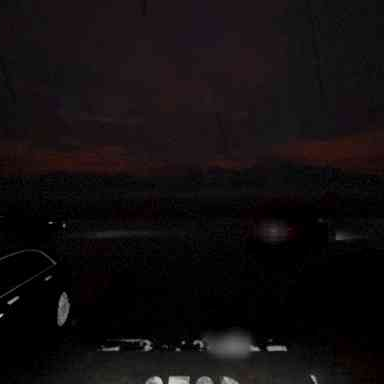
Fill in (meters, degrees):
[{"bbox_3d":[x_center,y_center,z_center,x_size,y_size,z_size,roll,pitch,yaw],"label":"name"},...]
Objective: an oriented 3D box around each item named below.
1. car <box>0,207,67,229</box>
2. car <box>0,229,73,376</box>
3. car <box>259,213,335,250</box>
[{"bbox_3d":[-9.480,1.601,18.352,4.902,1.511,2.128,0,2,2],"label":"car"},{"bbox_3d":[-2.995,1.498,4.015,1.837,1.490,4.892,0,0,0],"label":"car"},{"bbox_3d":[4.884,1.667,15.279,4.181,1.385,1.994,1,1,-44],"label":"car"}]
